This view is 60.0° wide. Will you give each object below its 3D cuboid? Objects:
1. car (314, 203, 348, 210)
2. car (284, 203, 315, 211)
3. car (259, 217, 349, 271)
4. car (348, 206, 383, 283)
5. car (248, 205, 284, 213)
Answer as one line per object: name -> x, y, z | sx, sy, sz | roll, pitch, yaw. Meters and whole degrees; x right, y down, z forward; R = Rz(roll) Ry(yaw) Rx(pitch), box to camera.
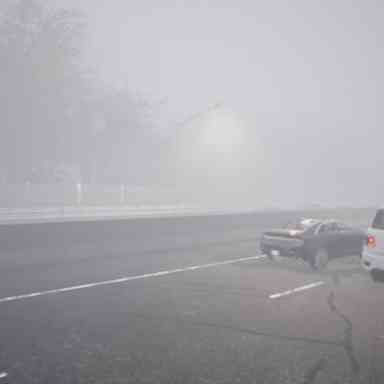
car -> 14.311, 1.959, 32.505 | 4.181, 1.385, 1.994 | 0, -1, -37
car -> 12.311, 1.947, 35.381 | 4.892, 1.490, 1.837 | 1, -1, -37
car -> 4.443, 1.634, 11.533 | 4.902, 1.511, 2.128 | 0, -1, -37
car -> 6.723, 1.319, 8.881 | 5.566, 2.045, 2.150 | 0, -1, -37
car -> 8.394, 2.075, 36.799 | 4.718, 1.301, 1.895 | 0, -1, -37
